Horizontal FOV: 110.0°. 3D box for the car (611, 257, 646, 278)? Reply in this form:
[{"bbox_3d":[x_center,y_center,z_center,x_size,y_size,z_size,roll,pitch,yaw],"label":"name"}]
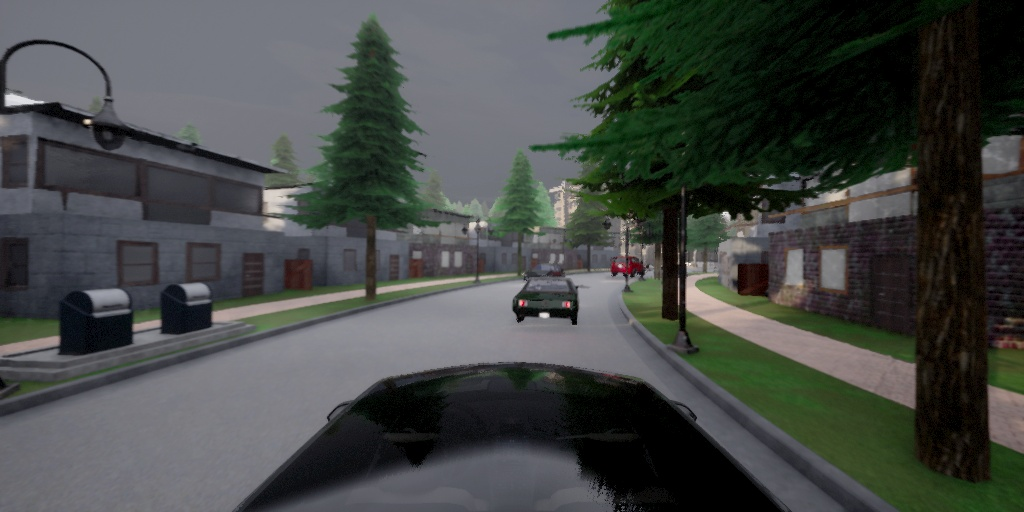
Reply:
[{"bbox_3d":[11.760,1.077,36.086,2.150,2.045,5.566,0,0,35],"label":"car"}]

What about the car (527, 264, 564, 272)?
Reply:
[{"bbox_3d":[2.629,1.327,27.897,2.033,1.411,5.357,0,0,25],"label":"car"}]

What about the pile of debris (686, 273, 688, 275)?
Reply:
[{"bbox_3d":[25.312,2.145,49.957,1.860,0.140,1.500,0,0,-37],"label":"pile of debris"}]

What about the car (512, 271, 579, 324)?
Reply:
[{"bbox_3d":[1.312,1.365,12.153,1.895,1.301,4.718,0,0,10],"label":"car"}]
